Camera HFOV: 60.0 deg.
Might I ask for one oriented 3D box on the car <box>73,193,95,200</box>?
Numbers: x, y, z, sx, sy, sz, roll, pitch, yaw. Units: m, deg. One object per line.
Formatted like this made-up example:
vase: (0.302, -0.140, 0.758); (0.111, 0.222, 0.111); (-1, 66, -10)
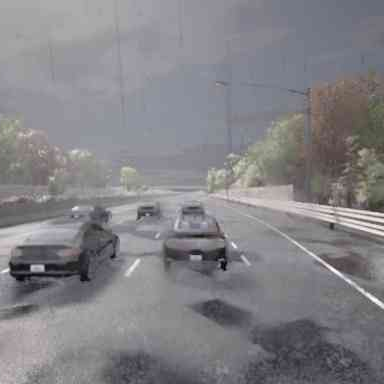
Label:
car: (-17.552, 1.302, 55.487); (2.097, 1.767, 4.553); (0, 0, 1)

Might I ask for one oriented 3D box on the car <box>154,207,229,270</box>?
car: (0.099, 1.474, 10.968); (2.128, 1.511, 4.902); (0, 0, 0)

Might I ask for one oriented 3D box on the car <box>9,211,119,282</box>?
car: (-3.410, 1.510, 9.619); (1.812, 1.442, 4.674); (0, 0, 0)

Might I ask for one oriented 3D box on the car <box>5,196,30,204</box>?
car: (-28.042, 1.428, 53.440); (1.882, 1.535, 5.008); (0, 0, 1)

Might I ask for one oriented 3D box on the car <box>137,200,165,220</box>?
car: (-3.399, 1.468, 27.801); (1.837, 1.490, 4.892); (0, 0, 0)

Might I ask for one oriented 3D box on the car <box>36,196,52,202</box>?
car: (-24.535, 1.442, 56.182); (2.128, 1.511, 4.902); (0, 0, 1)

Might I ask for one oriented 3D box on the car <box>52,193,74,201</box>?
car: (-21.034, 1.172, 56.136); (2.150, 2.045, 5.566); (0, 0, 1)

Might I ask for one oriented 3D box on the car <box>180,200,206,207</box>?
car: (0.100, 1.468, 27.800); (1.837, 1.490, 4.892); (0, 0, 0)

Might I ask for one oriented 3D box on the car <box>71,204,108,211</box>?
car: (-6.900, 1.516, 22.403); (2.033, 1.411, 5.357); (0, 0, 0)
